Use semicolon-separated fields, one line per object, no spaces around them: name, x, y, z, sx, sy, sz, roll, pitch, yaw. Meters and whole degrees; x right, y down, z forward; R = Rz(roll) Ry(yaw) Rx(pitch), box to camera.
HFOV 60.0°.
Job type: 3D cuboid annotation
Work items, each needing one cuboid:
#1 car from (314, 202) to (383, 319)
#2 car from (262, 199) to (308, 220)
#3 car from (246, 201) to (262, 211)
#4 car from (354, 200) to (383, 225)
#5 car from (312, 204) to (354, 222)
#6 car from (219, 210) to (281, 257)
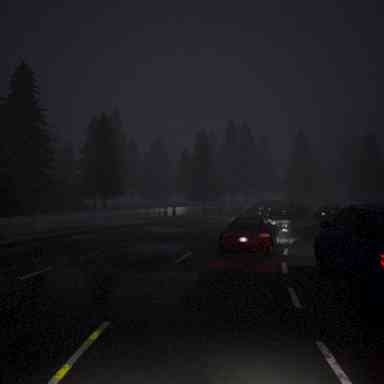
car;4.346;1.287;7.471;2.150;2.045;5.566;0;0;9
car;8.884;1.608;30.917;4.553;1.767;2.097;0;-1;-44
car;7.627;1.637;34.501;4.553;1.767;2.097;0;-1;-42
car;15.142;1.579;27.055;4.553;1.767;2.097;0;-1;-44
car;12.481;1.808;29.318;4.181;1.385;1.994;0;-1;-44
car;2.430;1.678;13.703;1.994;1.385;4.181;0;-1;18
